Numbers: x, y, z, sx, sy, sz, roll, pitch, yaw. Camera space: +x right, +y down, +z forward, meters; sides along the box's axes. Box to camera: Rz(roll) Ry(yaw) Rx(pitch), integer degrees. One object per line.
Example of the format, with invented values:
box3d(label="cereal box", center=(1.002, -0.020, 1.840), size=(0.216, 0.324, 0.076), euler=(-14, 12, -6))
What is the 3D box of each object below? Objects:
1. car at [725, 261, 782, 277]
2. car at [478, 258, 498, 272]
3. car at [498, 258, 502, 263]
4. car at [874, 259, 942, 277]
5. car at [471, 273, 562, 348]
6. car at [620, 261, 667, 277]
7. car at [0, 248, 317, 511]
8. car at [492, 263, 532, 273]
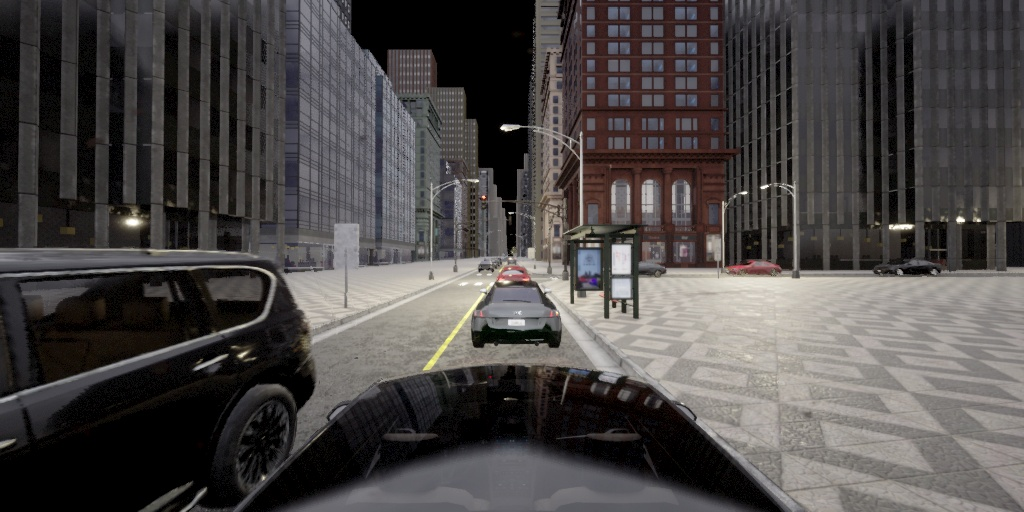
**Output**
box3d(label="car", center=(22.313, 1.189, 33.220), size=(4.674, 1.442, 1.812), euler=(0, -1, 0))
box3d(label="car", center=(-3.100, 1.243, 44.190), size=(2.033, 1.411, 5.357), euler=(0, 0, 0))
box3d(label="car", center=(-3.104, 1.162, 54.118), size=(2.128, 1.511, 4.902), euler=(0, 0, 0))
box3d(label="car", center=(36.509, 1.088, 33.192), size=(5.008, 1.535, 1.882), euler=(-1, -1, 0))
box3d(label="car", center=(0.097, 1.314, 9.257), size=(1.994, 1.385, 4.181), euler=(0, 0, 0))
box3d(label="car", center=(11.864, 1.225, 33.223), size=(4.674, 1.442, 1.812), euler=(0, -1, -2))
box3d(label="car", center=(-3.099, 0.971, 1.447), size=(2.150, 2.045, 5.566), euler=(0, 0, 0))
box3d(label="car", center=(0.114, 1.269, 19.092), size=(1.812, 1.442, 4.674), euler=(0, 0, 1))
